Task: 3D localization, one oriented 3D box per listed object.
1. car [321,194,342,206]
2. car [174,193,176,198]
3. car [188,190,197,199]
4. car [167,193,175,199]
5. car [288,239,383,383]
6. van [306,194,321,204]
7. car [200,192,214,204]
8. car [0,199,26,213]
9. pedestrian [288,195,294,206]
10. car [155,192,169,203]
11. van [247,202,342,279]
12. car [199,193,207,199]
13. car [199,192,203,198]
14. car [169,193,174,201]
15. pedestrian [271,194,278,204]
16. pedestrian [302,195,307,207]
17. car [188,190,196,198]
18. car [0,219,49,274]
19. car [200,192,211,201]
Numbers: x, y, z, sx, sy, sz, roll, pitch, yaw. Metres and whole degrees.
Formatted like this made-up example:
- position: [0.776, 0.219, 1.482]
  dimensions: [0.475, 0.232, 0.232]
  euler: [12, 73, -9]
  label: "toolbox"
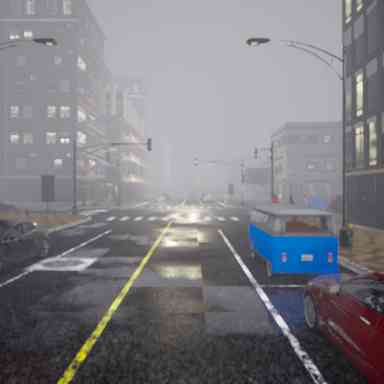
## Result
- position: [14.952, 1.153, 30.436]
  dimensions: [5.009, 1.841, 2.192]
  euler: [0, 0, 0]
  label: "car"
- position: [-5.610, 1.079, 82.046]
  dimensions: [2.008, 1.369, 4.403]
  euler: [0, 0, 0]
  label: "car"
- position: [0.077, 0.888, 81.121]
  dimensions: [2.097, 1.767, 4.553]
  euler: [0, 0, 0]
  label: "car"
- position: [-5.605, 1.029, 87.415]
  dimensions: [1.752, 1.417, 4.829]
  euler: [0, 0, 0]
  label: "car"
- position: [2.664, 1.556, 3.869]
  dimensions: [1.802, 1.307, 4.206]
  euler: [0, 0, 0]
  label: "car"
- position: [14.937, 1.164, 38.816]
  dimensions: [3.998, 1.788, 1.690]
  euler: [0, 0, 0]
  label: "van"
- position: [2.745, 1.195, 54.513]
  dimensions: [1.752, 1.417, 4.829]
  euler: [0, 0, 0]
  label: "car"
- position: [-17.437, 1.330, 30.387]
  dimensions: [4.206, 1.307, 1.802]
  euler: [0, 0, 0]
  label: "car"
- position: [7.061, 1.128, 23.642]
  dimensions: [0.375, 1.860, 0.375]
  euler: [0, 0, 0]
  label: "pedestrian"
- position: [-5.631, 1.167, 59.719]
  dimensions: [1.752, 1.417, 4.829]
  euler: [0, 0, 0]
  label: "car"
- position: [2.671, 1.277, 9.556]
  dimensions: [1.690, 1.788, 3.998]
  euler: [0, 0, 0]
  label: "van"
- position: [2.776, 1.053, 87.578]
  dimensions: [2.008, 1.369, 4.403]
  euler: [0, 0, 0]
  label: "car"
- position: [2.755, 1.193, 65.422]
  dimensions: [1.802, 1.307, 4.206]
  euler: [0, 0, 0]
  label: "car"
- position: [-5.619, 0.898, 70.967]
  dimensions: [2.192, 1.841, 5.009]
  euler: [0, 0, 0]
  label: "car"
- position: [6.159, 0.979, 24.843]
  dimensions: [0.375, 1.860, 0.375]
  euler: [0, 0, 0]
  label: "pedestrian"
- position: [8.159, 1.091, 24.241]
  dimensions: [0.375, 1.860, 0.375]
  euler: [0, 0, 0]
  label: "pedestrian"
- position: [0.087, 0.600, 91.182]
  dimensions: [2.150, 2.045, 5.566]
  euler: [0, 0, 0]
  label: "car"
- position: [-5.678, 1.502, 9.591]
  dimensions: [1.947, 1.339, 4.313]
  euler: [0, 0, 0]
  label: "car"
- position: [2.761, 0.898, 70.960]
  dimensions: [2.192, 1.841, 5.009]
  euler: [0, 0, 0]
  label: "car"
